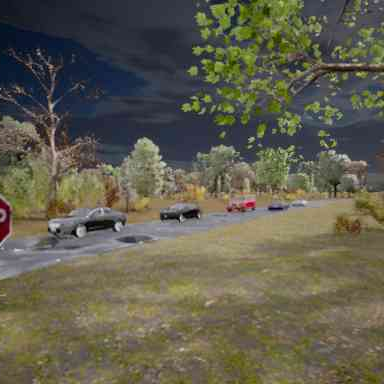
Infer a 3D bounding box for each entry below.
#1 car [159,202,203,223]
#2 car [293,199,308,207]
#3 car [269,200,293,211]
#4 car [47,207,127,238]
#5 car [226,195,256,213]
[{"bbox_3d":[-0.838,1.624,27.774,1.882,1.535,5.008,-1,-1,28],"label":"car"},{"bbox_3d":[18.321,1.794,56.350,1.895,1.301,4.718,-1,0,28],"label":"car"},{"bbox_3d":[11.534,1.729,43.855,1.994,1.385,4.181,-1,0,29],"label":"car"},{"bbox_3d":[-5.752,1.613,18.723,2.128,1.511,4.902,-1,0,29],"label":"car"},{"bbox_3d":[6.075,1.391,40.468,2.150,2.045,5.566,-1,1,29],"label":"car"}]
